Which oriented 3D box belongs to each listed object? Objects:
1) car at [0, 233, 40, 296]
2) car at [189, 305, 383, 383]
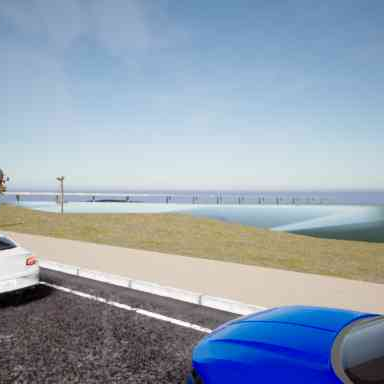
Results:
[{"bbox_3d":[-5.262,1.526,7.458,4.674,1.442,1.812,0,0,35],"label":"car"},{"bbox_3d":[2.252,1.478,2.075,5.008,1.535,1.882,0,0,36],"label":"car"}]
